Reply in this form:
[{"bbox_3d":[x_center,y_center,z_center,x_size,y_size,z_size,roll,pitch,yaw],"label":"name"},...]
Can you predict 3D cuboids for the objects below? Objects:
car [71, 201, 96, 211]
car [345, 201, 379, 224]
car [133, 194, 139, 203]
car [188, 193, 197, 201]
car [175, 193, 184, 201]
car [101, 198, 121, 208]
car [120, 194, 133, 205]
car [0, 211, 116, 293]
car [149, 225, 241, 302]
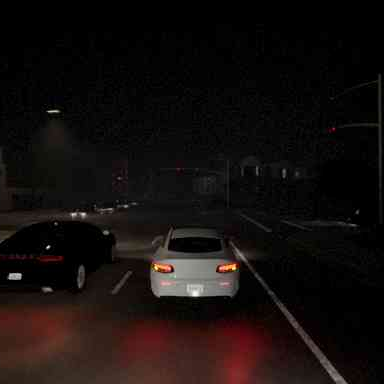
[{"bbox_3d":[-14.083,1.897,43.510,2.033,1.411,5.357,0,0,0],"label":"car"},{"bbox_3d":[14.262,1.490,25.471,4.553,1.767,2.097,0,-1,0],"label":"car"},{"bbox_3d":[-13.960,1.425,78.185,2.150,2.045,5.566,0,0,0],"label":"car"},{"bbox_3d":[0.045,1.412,89.285,2.150,2.045,5.566,0,-1,0],"label":"car"},{"bbox_3d":[-3.455,1.416,88.984,2.150,2.045,5.566,0,0,0],"label":"car"},{"bbox_3d":[-14.049,2.028,56.500,1.895,1.301,4.718,0,0,0],"label":"car"},{"bbox_3d":[-13.966,1.699,67.862,2.097,1.767,4.553,0,1,0],"label":"car"},{"bbox_3d":[-3.425,1.497,8.945,1.882,1.535,5.008,0,0,0],"label":"car"},{"bbox_3d":[0.071,1.540,8.158,1.812,1.442,4.674,0,0,0],"label":"car"}]
